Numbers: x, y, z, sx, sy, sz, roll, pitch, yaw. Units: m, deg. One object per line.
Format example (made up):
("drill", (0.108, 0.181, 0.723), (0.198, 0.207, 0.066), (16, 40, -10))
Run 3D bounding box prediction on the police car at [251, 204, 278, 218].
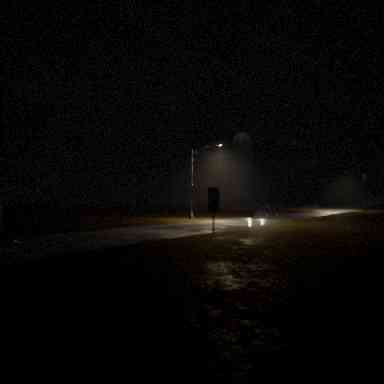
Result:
("police car", (8.985, 2.263, 41.036), (1.930, 1.638, 5.238), (0, -1, 36))
